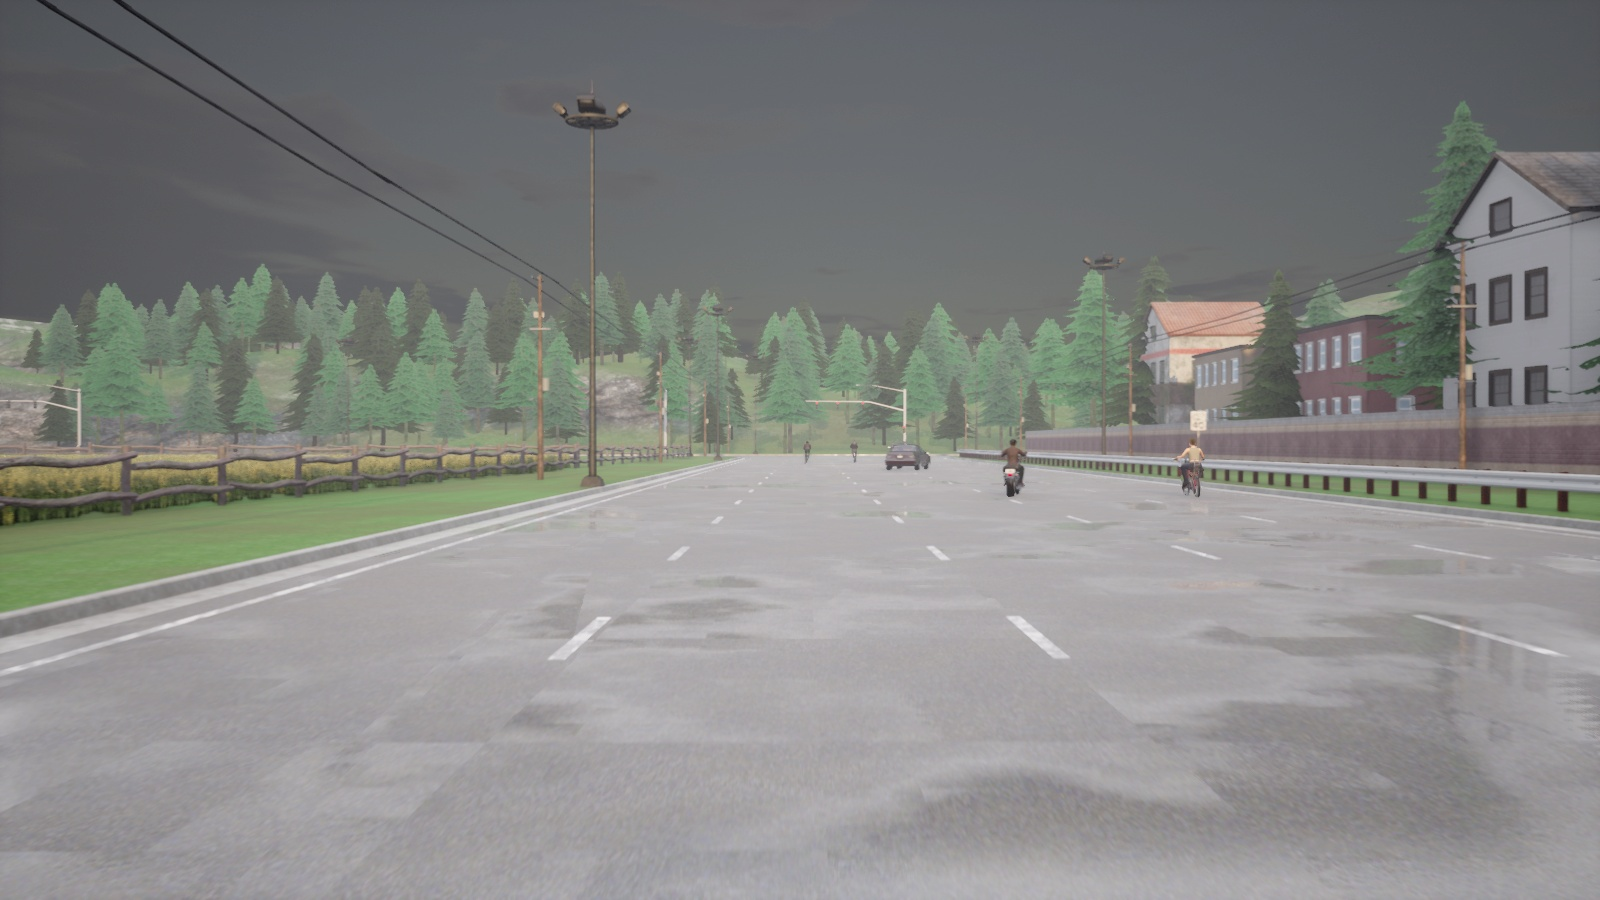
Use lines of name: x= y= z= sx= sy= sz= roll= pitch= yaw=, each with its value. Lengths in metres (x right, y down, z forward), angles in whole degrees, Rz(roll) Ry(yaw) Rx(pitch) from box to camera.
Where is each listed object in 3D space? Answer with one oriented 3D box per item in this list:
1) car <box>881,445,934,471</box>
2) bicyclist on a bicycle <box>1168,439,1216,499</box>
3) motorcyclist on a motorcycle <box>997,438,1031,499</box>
car: x=6.025 y=0.406 z=69.753 sx=2.033 sy=1.411 sz=5.357 roll=0 pitch=0 yaw=15
bicyclist on a bicycle: x=10.706 y=0.498 z=34.352 sx=0.866 sy=1.612 sz=1.509 roll=0 pitch=0 yaw=1
motorcyclist on a motorcycle: x=6.084 y=0.501 z=35.602 sx=0.766 sy=1.649 sz=2.350 roll=0 pitch=0 yaw=15
